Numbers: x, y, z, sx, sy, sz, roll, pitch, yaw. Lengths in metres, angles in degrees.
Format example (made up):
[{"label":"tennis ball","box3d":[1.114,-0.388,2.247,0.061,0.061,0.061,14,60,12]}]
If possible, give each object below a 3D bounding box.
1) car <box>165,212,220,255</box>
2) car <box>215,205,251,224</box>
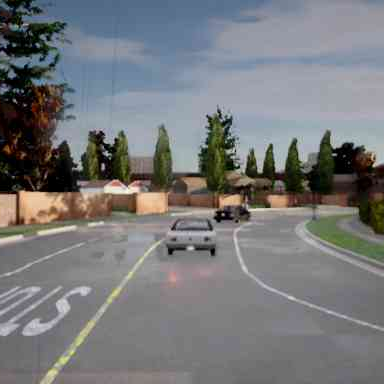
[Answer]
[{"label":"car","box3d":[0.073,1.732,14.026,1.895,1.301,4.718,0,0,3]},{"label":"car","box3d":[3.438,1.799,27.756,2.033,1.411,5.357,0,-1,25]}]
